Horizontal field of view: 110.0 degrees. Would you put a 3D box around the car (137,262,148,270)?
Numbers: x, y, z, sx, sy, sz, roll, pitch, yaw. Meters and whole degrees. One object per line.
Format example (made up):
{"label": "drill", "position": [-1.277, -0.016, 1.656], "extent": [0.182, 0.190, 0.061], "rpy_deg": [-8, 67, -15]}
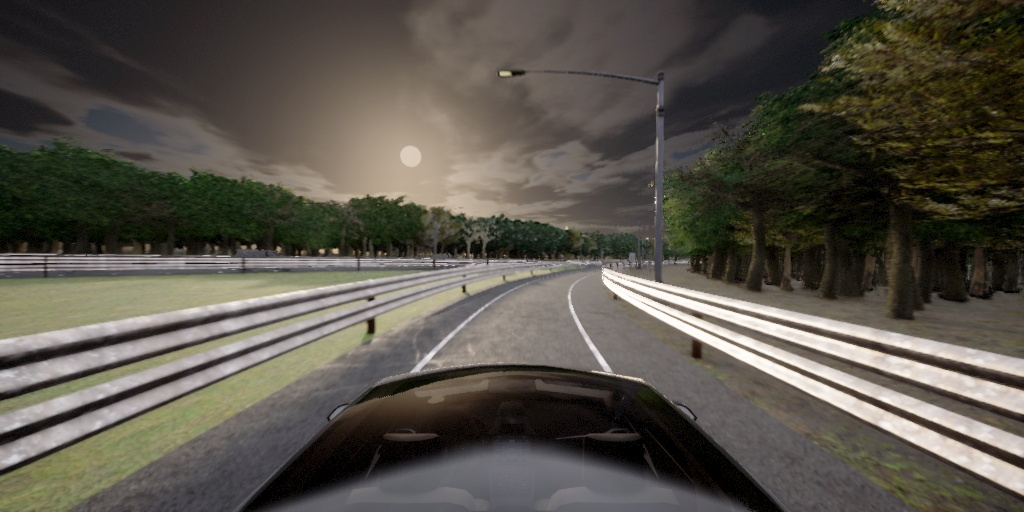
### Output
{"label": "car", "position": [-36.807, 0.614, 32.931], "extent": [1.895, 1.301, 4.718], "rpy_deg": [1, 0, 38]}

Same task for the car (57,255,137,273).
{"label": "car", "position": [-34.696, 0.584, 29.936], "extent": [1.994, 1.385, 4.181], "rpy_deg": [1, 0, 38]}

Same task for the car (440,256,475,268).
{"label": "car", "position": [-8.328, 1.142, 57.503], "extent": [2.033, 1.411, 5.357], "rpy_deg": [1, 0, 38]}

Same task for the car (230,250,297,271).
{"label": "car", "position": [-25.092, 0.428, 36.393], "extent": [2.150, 2.045, 5.566], "rpy_deg": [1, 0, 38]}

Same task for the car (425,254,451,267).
{"label": "car", "position": [-11.064, 0.789, 59.677], "extent": [2.150, 2.045, 5.566], "rpy_deg": [1, 0, 38]}
